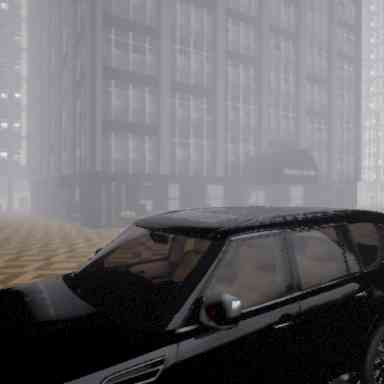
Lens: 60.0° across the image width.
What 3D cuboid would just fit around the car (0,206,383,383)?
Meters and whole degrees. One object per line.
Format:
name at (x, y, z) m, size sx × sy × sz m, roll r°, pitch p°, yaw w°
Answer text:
car at (0.229, 1.213, 3.495) m, size 5.566 × 2.045 × 2.150 m, roll 0°, pitch 0°, yaw -35°
